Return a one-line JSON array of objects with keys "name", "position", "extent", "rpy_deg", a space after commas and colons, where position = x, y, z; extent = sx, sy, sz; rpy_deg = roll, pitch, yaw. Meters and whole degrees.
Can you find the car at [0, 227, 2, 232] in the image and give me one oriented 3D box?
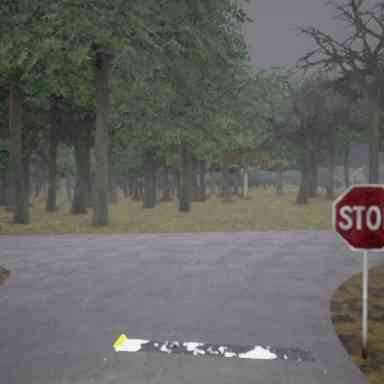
[{"name": "car", "position": [-13.430, 1.941, 18.226], "extent": [5.357, 1.411, 2.033], "rpy_deg": [-1, 0, 4]}]
